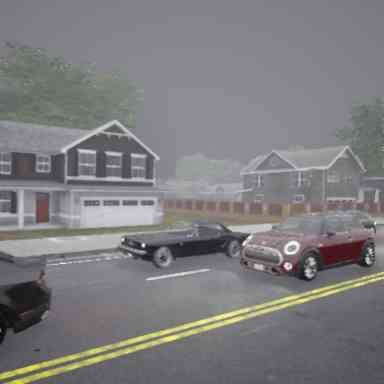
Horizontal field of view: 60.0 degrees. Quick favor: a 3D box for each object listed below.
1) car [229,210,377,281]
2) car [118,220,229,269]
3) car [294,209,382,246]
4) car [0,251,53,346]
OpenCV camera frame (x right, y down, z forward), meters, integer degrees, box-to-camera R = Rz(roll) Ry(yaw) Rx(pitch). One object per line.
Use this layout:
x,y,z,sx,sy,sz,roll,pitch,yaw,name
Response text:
3.635,1.453,10.258,4.553,1.767,2.097,1,0,-35,car
-0.100,1.676,11.601,4.718,1.301,1.895,1,0,-35,car
7.571,1.688,17.018,4.892,1.490,1.837,1,0,-35,car
-4.504,1.492,4.421,4.892,1.490,1.837,1,-1,-33,car
